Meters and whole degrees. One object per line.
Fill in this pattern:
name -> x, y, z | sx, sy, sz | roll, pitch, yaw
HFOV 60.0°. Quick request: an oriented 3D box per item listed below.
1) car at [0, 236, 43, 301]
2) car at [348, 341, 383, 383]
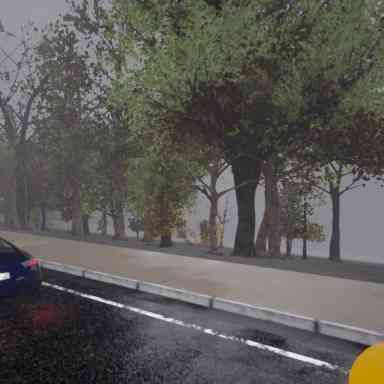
car -> -5.204, 1.562, 7.407 | 4.181, 1.385, 1.994 | 0, 0, 36
car -> 3.332, 1.478, 1.307 | 5.008, 1.535, 1.882 | 0, 0, 35
